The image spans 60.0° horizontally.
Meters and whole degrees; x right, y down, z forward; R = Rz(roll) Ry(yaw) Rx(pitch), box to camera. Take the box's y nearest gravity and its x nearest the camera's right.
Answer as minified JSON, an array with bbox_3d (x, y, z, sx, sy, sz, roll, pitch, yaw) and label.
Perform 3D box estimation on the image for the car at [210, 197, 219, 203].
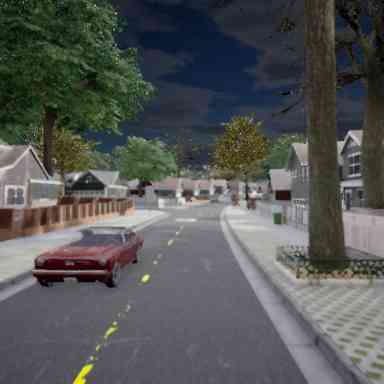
[{"bbox_3d":[5.570,2.013,82.325,1.837,1.490,4.892,0,0,11],"label":"car"}]

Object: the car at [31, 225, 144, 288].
[{"bbox_3d":[-2.692,1.700,9.699,1.895,1.301,4.718,0,-1,1],"label":"car"}]
